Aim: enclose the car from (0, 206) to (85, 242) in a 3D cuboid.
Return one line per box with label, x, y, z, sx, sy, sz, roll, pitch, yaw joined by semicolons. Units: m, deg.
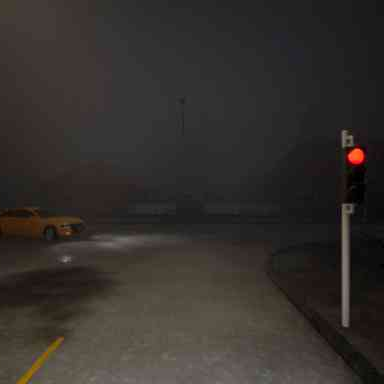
car;-7.635;1.471;16.183;5.008;1.535;1.882;0;-1;15
